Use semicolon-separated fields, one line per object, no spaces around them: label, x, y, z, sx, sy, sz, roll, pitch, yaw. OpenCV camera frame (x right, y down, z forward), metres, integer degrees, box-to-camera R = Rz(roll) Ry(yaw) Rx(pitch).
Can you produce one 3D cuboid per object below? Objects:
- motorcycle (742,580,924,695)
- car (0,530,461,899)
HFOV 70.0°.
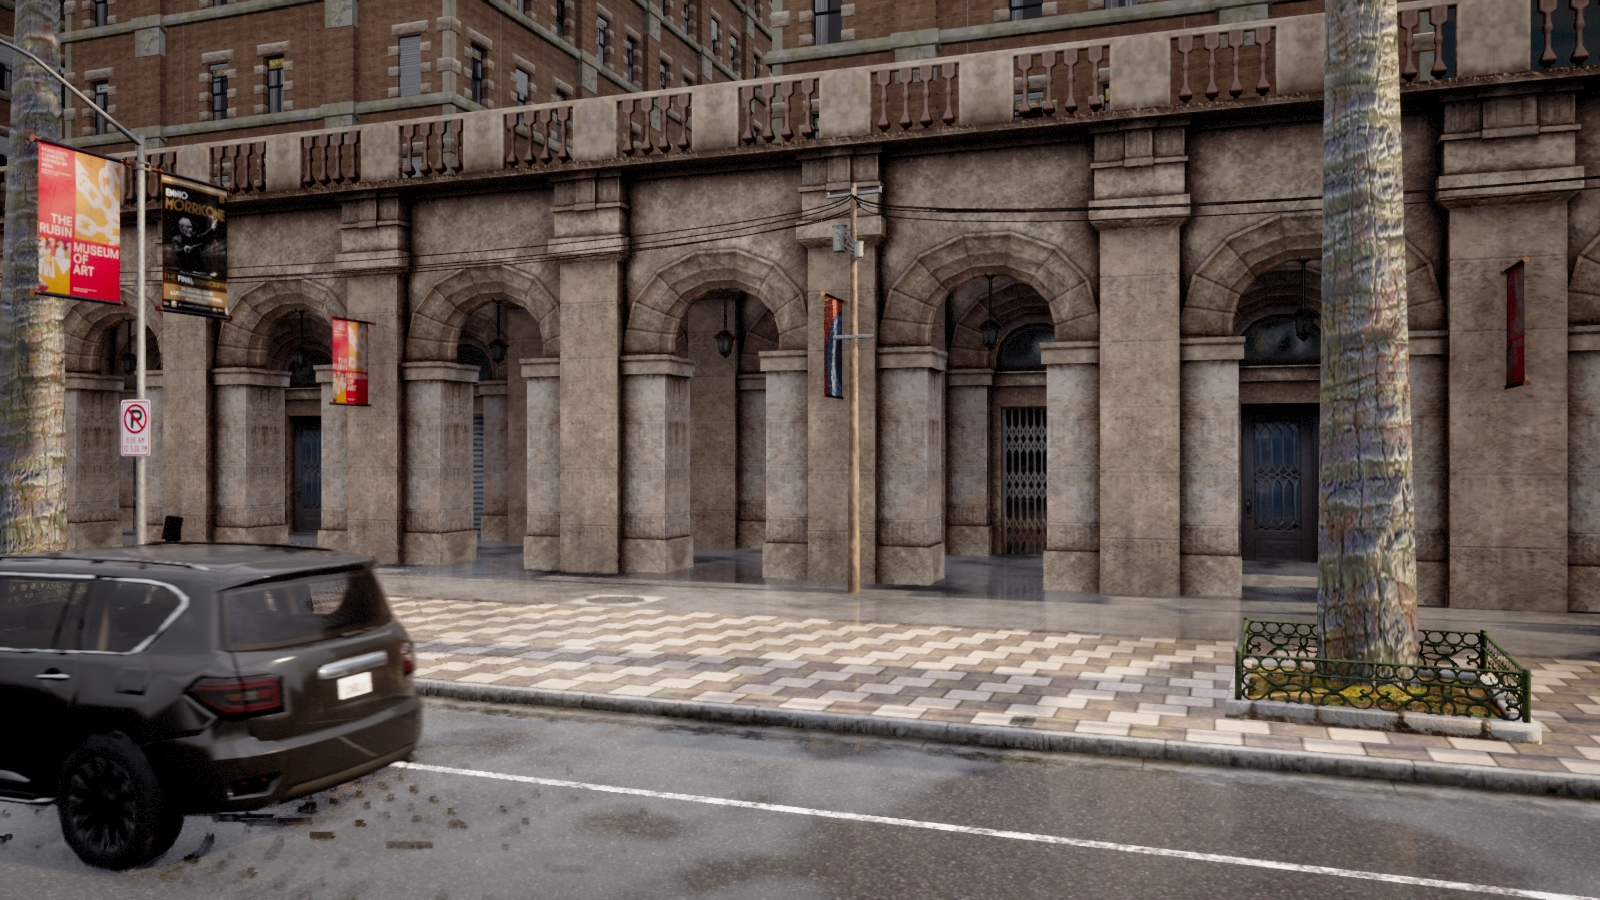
motorcycle;0.395;2.215;13.714;2.033;1.145;0.803;0;0;20
car;-5.692;1.782;9.082;5.566;2.045;2.150;0;0;20
